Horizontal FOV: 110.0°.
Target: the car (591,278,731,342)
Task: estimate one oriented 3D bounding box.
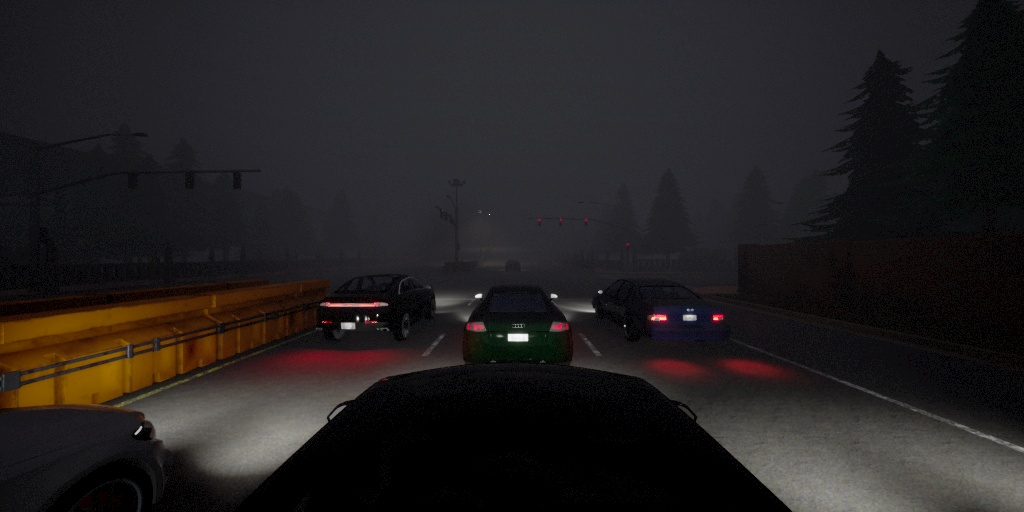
[{"bbox_3d":[3.601,1.297,9.774,2.033,1.411,5.357,0,0,0],"label":"car"}]

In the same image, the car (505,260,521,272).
[{"bbox_3d":[0.103,1.227,45.995,1.882,1.535,5.008,0,0,0],"label":"car"}]

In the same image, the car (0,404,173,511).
[{"bbox_3d":[-3.403,1.276,0.632,1.812,1.442,4.674,0,0,0],"label":"car"}]

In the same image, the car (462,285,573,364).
[{"bbox_3d":[0.099,1.314,7.917,1.994,1.385,4.181,0,0,0],"label":"car"}]

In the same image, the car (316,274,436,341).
[{"bbox_3d":[-3.399,1.241,9.869,2.128,1.511,4.902,0,0,0],"label":"car"}]
